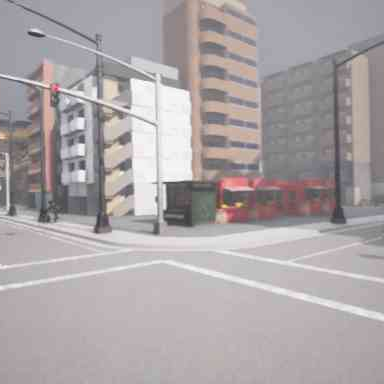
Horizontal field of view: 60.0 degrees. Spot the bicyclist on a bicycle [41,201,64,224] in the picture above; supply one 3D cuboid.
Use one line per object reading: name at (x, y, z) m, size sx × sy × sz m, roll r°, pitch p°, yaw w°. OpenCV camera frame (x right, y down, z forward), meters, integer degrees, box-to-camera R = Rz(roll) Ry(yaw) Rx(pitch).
bicyclist on a bicycle at (-9.954, 1.433, 23.747) m, size 1.656 × 1.620 × 0.582 m, roll -2°, pitch 0°, yaw -40°
